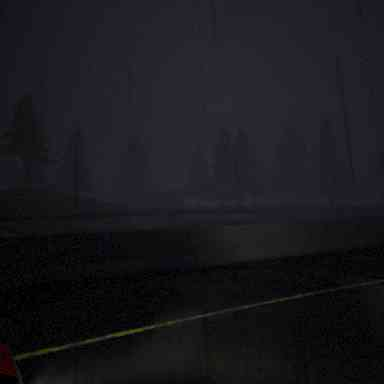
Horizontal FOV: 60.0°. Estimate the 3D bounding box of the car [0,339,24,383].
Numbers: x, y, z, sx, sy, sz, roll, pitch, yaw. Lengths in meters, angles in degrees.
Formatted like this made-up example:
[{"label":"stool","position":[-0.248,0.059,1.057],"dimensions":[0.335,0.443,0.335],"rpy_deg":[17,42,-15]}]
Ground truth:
[{"label":"car","position":[-3.225,1.352,1.512],"dimensions":[4.553,1.767,2.097],"rpy_deg":[0,0,-34]}]
